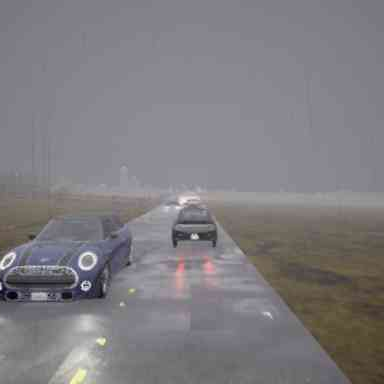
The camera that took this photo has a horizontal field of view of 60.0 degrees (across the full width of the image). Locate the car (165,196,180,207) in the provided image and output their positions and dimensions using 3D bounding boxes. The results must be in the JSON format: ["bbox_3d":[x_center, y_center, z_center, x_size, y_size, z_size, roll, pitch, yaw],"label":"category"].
[{"bbox_3d":[-2.811,1.282,48.663,1.882,1.535,5.008,0,1,0],"label":"car"}]

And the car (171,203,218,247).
[{"bbox_3d":[0.106,1.481,14.962,2.128,1.511,4.902,0,0,0],"label":"car"}]

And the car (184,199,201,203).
[{"bbox_3d":[0.113,1.442,32.519,1.812,1.442,4.674,0,0,0],"label":"car"}]

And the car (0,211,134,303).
[{"bbox_3d":[-2.847,1.352,8.443,2.097,1.767,4.553,0,0,0],"label":"car"}]
